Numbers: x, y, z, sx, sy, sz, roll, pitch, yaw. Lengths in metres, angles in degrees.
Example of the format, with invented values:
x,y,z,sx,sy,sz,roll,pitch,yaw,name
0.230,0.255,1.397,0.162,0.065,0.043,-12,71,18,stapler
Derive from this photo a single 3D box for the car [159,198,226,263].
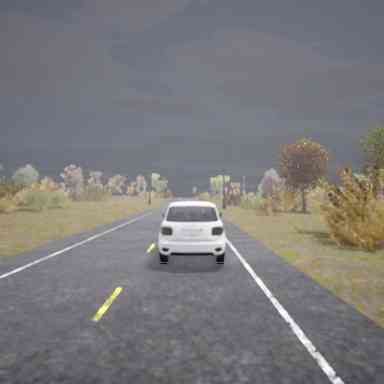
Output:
x,y,z,sx,sy,sz,roll,pitch,yaw,name
0.008,1.355,12.611,2.150,2.045,5.566,0,0,0,car

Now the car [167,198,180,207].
x,y,z,sx,sy,sz,roll,pitch,yaw,name
-3.539,2.042,64.664,2.097,1.767,4.553,0,-1,0,car

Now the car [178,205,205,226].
x,y,z,sx,sy,sz,roll,pitch,yaw,name
0.006,1.833,27.553,2.033,1.411,5.357,0,-1,1,car
